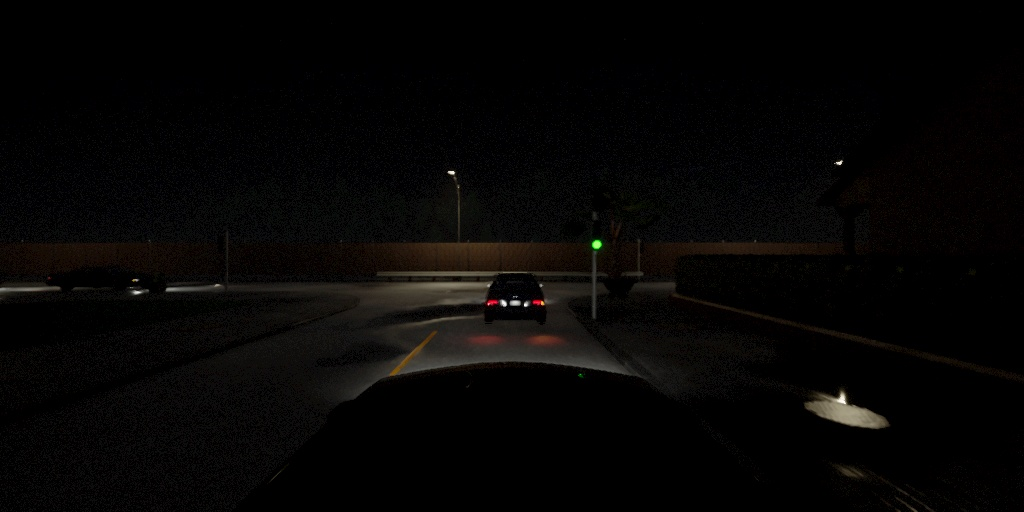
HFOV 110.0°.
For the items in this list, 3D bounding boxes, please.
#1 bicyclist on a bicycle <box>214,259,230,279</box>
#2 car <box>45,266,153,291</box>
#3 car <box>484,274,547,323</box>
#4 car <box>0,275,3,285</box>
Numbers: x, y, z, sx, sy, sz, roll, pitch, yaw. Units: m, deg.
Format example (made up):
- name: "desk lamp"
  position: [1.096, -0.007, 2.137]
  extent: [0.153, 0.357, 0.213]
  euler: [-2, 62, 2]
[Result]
- name: "bicyclist on a bicycle"
  position: [-23.988, 1.083, 29.668]
  extent: [0.582, 1.620, 1.656]
  euler: [0, 0, 0]
- name: "car"
  position: [-24.092, 1.287, 21.270]
  extent: [5.357, 1.411, 2.033]
  euler: [0, 0, 0]
- name: "car"
  position: [0.098, 1.292, 12.005]
  extent: [2.033, 1.411, 5.357]
  euler: [0, 0, 0]
- name: "car"
  position: [-33.572, 1.091, 21.274]
  extent: [4.553, 1.767, 2.097]
  euler: [0, 0, 0]
